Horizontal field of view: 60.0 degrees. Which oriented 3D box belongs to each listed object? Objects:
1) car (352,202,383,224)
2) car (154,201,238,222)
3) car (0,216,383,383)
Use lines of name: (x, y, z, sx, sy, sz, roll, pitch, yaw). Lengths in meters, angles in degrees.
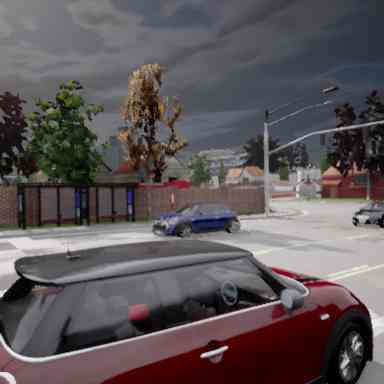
car: (12.079, 1.413, 21.134, 4.902, 1.511, 2.128, -1, 0, -36)
car: (0.243, 1.315, 17.066, 4.553, 1.767, 2.097, -1, 0, -35)
car: (0.062, 1.350, 3.799, 4.553, 1.767, 2.097, 0, 0, -35)
